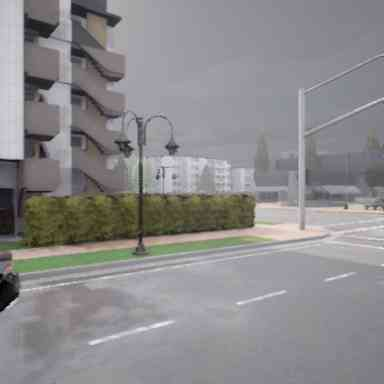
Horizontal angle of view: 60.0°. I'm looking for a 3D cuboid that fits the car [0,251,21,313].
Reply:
[{"bbox_3d":[-5.136,1.492,4.618,4.902,1.511,2.128,0,0,-35],"label":"car"}]
